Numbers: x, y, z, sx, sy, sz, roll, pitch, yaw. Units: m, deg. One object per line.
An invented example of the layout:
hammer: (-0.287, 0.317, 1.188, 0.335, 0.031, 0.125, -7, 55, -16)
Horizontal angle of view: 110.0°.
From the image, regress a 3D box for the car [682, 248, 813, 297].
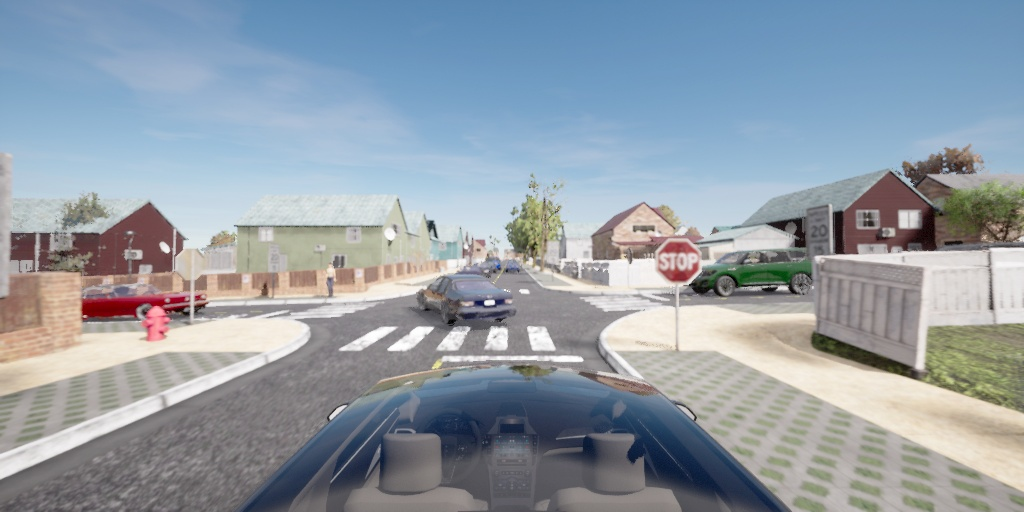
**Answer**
car: (10.805, 0.715, 16.346, 5.566, 2.045, 2.150, -2, -1, -1)

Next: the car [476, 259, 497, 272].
car: (-2.844, 1.333, 33.750, 2.128, 1.511, 4.902, 0, 0, 0)

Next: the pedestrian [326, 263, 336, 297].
pedestrian: (-9.691, 1.259, 19.146, 0.375, 1.860, 0.375, 0, 0, 0)

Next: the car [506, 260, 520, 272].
car: (0.102, 1.431, 49.881, 2.033, 1.411, 5.357, 0, 0, 0)

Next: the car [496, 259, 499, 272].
car: (-2.841, 1.393, 43.617, 1.812, 1.442, 4.674, 0, 0, 0)

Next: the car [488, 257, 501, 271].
car: (-2.817, 1.116, 54.323, 2.150, 2.045, 5.566, 0, 0, 0)

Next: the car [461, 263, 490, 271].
car: (-2.849, 1.380, 24.783, 1.994, 1.385, 4.181, 0, 0, 0)

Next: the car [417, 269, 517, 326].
car: (-1.754, 1.328, 12.050, 2.033, 1.411, 5.357, 0, 0, -27)

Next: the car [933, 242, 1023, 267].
car: (21.008, 0.441, 16.419, 5.566, 2.045, 2.150, -2, -1, 0)

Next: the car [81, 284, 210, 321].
car: (-14.118, 1.702, 13.229, 4.718, 1.301, 1.895, -2, -1, 0)
